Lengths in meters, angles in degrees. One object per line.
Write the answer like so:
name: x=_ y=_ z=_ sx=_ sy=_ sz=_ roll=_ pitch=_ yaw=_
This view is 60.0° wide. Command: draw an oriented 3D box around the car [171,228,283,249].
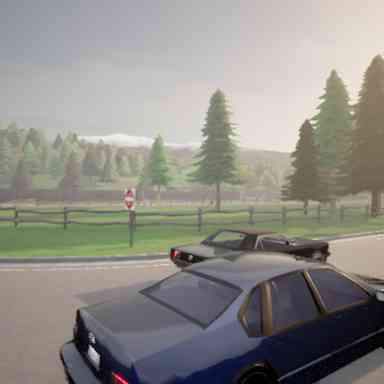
car: x=1.828 y=1.668 z=9.351 sx=4.718 sy=1.301 sz=1.895 roll=1 pitch=0 yaw=-36

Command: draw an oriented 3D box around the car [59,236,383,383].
car: x=1.126 y=1.582 z=4.551 sx=5.357 sy=1.411 sz=2.033 roll=1 pitch=0 yaw=-36
